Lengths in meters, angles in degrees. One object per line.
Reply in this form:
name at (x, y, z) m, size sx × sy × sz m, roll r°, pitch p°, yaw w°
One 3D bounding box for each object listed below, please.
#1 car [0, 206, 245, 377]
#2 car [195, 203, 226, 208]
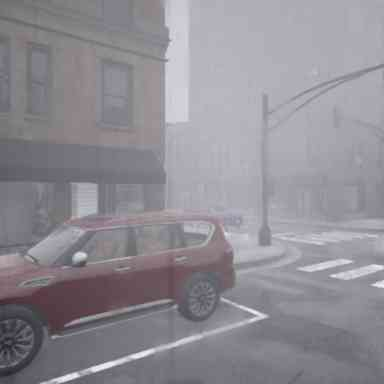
car at (-1.461, 1.319, 5.725) m, size 5.009 × 1.841 × 2.192 m, roll 0°, pitch 0°, yaw -35°
car at (1.331, 1.516, 21.992) m, size 1.882 × 1.535 × 5.008 m, roll 0°, pitch 0°, yaw -35°
